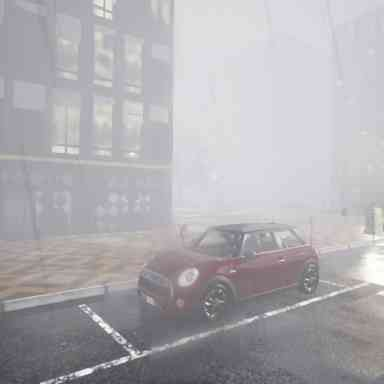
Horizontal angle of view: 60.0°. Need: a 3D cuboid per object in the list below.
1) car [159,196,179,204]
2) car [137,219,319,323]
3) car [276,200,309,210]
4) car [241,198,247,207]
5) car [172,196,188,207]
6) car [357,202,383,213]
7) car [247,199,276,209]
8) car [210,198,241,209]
[{"bbox_3d":[-5.267,1.724,74.568,2.192,1.841,5.009,1,-1,-35],"label":"car"},{"bbox_3d":[0.873,1.442,7.172,4.097,1.590,1.967,0,1,-36],"label":"car"},{"bbox_3d":[14.399,1.807,46.802,1.802,1.307,4.206,1,-1,-35],"label":"car"},{"bbox_3d":[7.843,1.726,56.058,1.967,1.590,4.097,1,-1,-35],"label":"car"},{"bbox_3d":[-2.276,1.733,55.844,1.887,1.381,4.507,1,-1,-35],"label":"car"},{"bbox_3d":[20.955,1.730,37.548,1.947,1.339,4.313,1,-1,-35],"label":"car"},{"bbox_3d":[11.122,1.800,51.430,1.887,1.381,4.507,1,-1,-35],"label":"car"},{"bbox_3d":[4.280,1.678,46.590,2.008,1.369,4.403,1,-1,-35],"label":"car"}]
